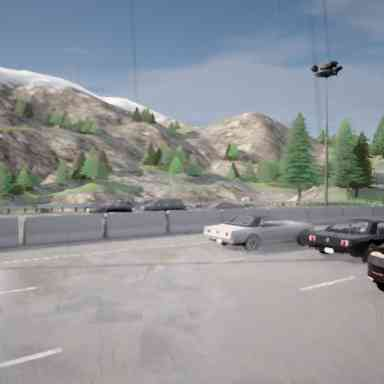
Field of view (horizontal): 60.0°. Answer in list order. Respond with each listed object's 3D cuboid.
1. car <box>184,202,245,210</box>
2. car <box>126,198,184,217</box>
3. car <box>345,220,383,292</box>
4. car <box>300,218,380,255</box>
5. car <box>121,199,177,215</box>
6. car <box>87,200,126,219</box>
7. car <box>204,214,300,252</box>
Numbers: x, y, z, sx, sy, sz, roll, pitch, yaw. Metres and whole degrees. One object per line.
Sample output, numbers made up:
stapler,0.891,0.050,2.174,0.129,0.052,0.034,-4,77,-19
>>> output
car,2.054,1.482,25.705,4.674,1.442,1.812,0,0,-29
car,-2.638,1.298,27.025,4.553,1.767,2.097,0,0,-30
car,5.974,1.488,7.495,4.902,1.511,2.128,0,0,-32
car,6.319,1.590,11.818,4.718,1.301,1.895,0,0,-31
car,-4.384,1.477,34.152,5.357,1.411,2.033,0,0,-30
car,-6.559,1.427,28.745,4.902,1.511,2.128,0,0,-31
car,2.944,1.580,13.869,4.718,1.301,1.895,0,0,-31
